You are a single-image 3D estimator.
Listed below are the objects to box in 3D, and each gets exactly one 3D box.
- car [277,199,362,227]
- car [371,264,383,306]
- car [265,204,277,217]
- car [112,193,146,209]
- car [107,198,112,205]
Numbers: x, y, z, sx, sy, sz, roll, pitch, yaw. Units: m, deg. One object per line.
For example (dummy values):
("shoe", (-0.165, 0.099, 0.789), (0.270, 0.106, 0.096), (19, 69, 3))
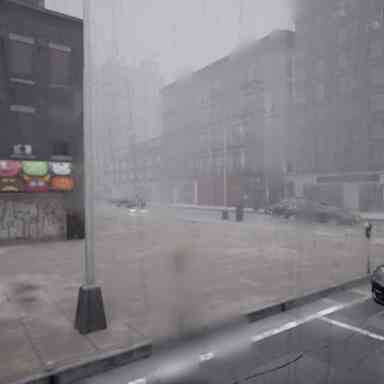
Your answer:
("car", (8.093, 1.328, 20.991), (1.837, 1.490, 4.892), (-1, 1, -35))
("car", (5.327, 1.477, 6.606), (4.313, 1.339, 1.947), (-1, 0, -35))
("car", (7.952, 1.287, 26.285), (2.128, 1.511, 4.902), (-1, 0, -35))
("car", (-8.073, 1.125, 43.751), (2.150, 2.045, 5.566), (-1, 0, -35))
("car", (-12.326, 1.376, 54.774), (1.882, 1.535, 5.008), (-1, 0, -35))
